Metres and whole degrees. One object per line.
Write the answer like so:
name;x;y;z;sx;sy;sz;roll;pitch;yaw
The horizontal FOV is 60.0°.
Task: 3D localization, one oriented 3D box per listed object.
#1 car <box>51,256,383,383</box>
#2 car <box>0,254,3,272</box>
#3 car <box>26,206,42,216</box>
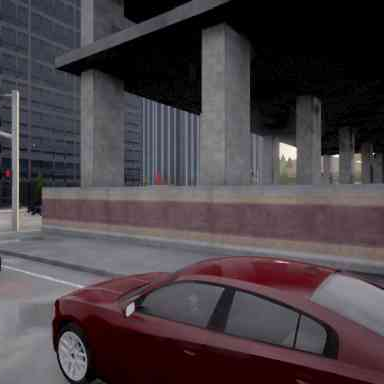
car;0.460;1.478;3.662;5.008;1.535;1.882;0;0;35
car;-6.887;1.564;8.850;4.181;1.385;1.994;0;0;36
car;-14.083;1.656;33.517;1.895;1.301;4.718;0;0;36
